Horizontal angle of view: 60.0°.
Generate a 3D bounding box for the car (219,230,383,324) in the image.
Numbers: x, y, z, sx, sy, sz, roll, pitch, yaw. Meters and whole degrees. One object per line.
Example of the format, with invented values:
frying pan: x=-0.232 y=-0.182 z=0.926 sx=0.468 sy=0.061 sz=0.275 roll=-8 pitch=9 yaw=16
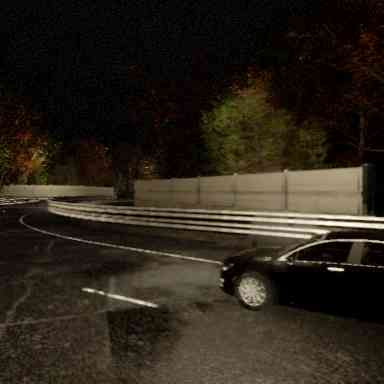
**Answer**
car: x=2.833 y=1.457 z=6.045 sx=4.892 sy=1.490 sz=1.837 roll=0 pitch=0 yaw=34
